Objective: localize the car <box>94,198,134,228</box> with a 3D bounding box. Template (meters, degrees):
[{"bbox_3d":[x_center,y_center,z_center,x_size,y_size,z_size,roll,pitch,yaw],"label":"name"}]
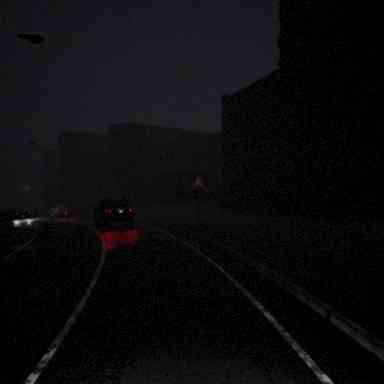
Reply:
[{"bbox_3d":[-5.930,1.477,24.894,2.150,2.045,5.566,-2,-1,-25],"label":"car"}]

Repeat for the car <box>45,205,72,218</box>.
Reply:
[{"bbox_3d":[-16.015,2.245,39.954,1.812,1.442,4.674,-3,0,-41],"label":"car"}]

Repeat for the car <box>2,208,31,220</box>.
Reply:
[{"bbox_3d":[-21.599,2.637,40.964,4.718,1.301,1.895,-3,1,44],"label":"car"}]
